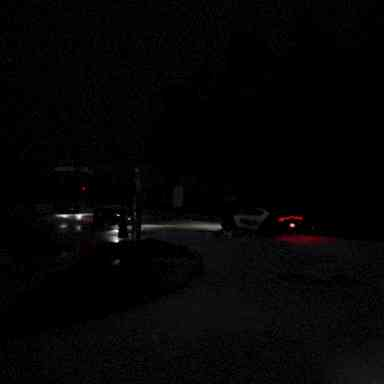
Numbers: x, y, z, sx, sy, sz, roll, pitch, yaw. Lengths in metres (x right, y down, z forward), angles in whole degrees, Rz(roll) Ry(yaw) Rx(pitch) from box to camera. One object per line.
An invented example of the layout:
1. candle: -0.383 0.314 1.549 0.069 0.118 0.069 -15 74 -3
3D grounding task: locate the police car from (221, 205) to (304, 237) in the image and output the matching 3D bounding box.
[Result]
1. police car: 3.583 1.509 18.400 2.038 1.542 4.974 0 0 -35

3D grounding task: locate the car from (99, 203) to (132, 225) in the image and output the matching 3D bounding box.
1. car: -5.574 1.526 24.270 1.812 1.442 4.674 0 0 -35

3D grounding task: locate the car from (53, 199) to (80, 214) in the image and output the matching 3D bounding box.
1. car: -13.383 1.504 35.359 1.837 1.490 4.892 0 0 -35
